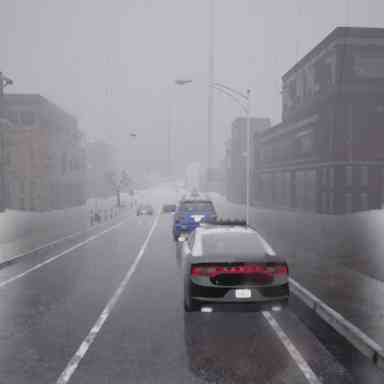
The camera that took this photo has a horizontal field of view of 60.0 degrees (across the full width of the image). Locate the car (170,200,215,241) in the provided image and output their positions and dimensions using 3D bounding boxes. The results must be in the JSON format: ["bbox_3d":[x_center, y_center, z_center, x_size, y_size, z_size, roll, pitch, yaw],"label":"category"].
[{"bbox_3d":[0.065,1.430,17.965,2.150,2.045,5.566,0,-1,-4],"label":"car"}]

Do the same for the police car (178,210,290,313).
[{"bbox_3d":[0.715,1.462,7.960,1.930,1.638,5.238,0,-1,-3],"label":"police car"}]

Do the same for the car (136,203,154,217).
[{"bbox_3d":[-5.601,2.149,39.813,2.128,1.511,4.902,0,0,-5],"label":"car"}]

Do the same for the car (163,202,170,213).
[{"bbox_3d":[-3.102,2.117,46.720,1.882,1.535,5.008,0,0,-4],"label":"car"}]

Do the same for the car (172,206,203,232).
[{"bbox_3d":[-0.410,1.846,23.934,1.882,1.535,5.008,0,-2,-5],"label":"car"}]
